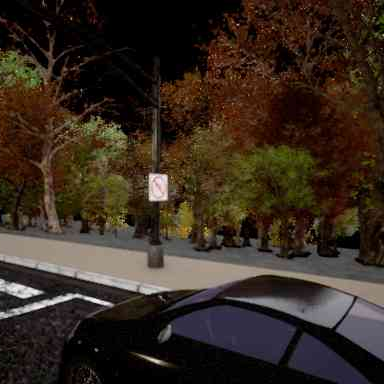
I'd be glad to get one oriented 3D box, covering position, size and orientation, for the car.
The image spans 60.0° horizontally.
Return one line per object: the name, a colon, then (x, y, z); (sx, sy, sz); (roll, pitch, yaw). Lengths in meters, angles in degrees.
car: (0.567, 1.575, 3.283); (4.181, 1.385, 1.994); (-1, 0, 35)
